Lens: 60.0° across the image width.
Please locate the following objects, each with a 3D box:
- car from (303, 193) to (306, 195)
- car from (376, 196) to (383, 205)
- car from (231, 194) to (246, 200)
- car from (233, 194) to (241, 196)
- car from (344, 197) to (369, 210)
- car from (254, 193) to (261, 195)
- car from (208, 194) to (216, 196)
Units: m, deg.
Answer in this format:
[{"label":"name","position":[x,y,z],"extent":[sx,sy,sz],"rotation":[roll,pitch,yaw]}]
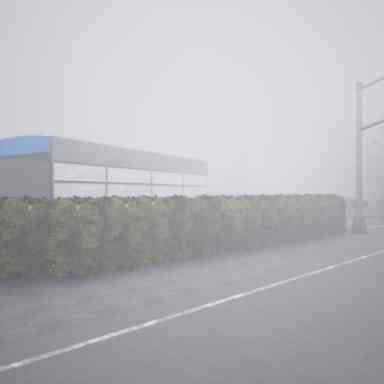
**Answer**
[{"label":"car","position":[24.931,1.062,72.649],"extent":[3.866,1.878,1.905],"rotation":[0,0,-41]},{"label":"car","position":[31.502,1.371,53.928],"extent":[3.806,1.475,1.970],"rotation":[0,0,-41]},{"label":"car","position":[12.221,1.218,87.059],"extent":[3.806,1.475,1.970],"rotation":[0,0,-41]},{"label":"car","position":[8.906,1.287,63.555],"extent":[4.514,1.523,2.007],"rotation":[0,0,-41]},{"label":"car","position":[19.277,1.331,39.577],"extent":[4.514,1.523,2.007],"rotation":[0,0,-41]},{"label":"car","position":[16.631,1.139,82.385],"extent":[5.027,1.636,2.152],"rotation":[0,0,-41]},{"label":"car","position":[4.481,1.285,85.273],"extent":[4.514,1.523,2.007],"rotation":[0,0,-41]}]
